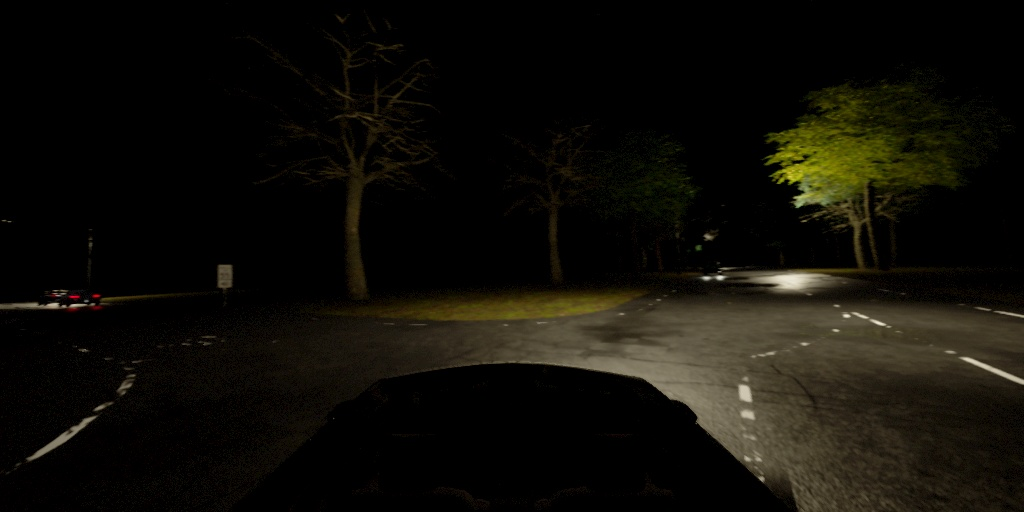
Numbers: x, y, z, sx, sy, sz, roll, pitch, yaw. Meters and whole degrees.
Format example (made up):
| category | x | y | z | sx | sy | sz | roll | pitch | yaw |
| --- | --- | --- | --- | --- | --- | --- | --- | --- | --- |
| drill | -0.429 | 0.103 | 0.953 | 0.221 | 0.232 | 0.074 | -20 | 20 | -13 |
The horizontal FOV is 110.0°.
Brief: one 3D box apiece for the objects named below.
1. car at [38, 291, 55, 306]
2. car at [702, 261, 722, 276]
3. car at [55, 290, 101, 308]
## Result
| category | x | y | z | sx | sy | sz | roll | pitch | yaw |
| --- | --- | --- | --- | --- | --- | --- | --- | --- | --- |
| car | -46.174 | 4.245 | 36.305 | 4.902 | 1.511 | 2.128 | -4 | -4 | 31 |
| car | 27.611 | 1.710 | 49.456 | 2.150 | 2.045 | 5.566 | -5 | -3 | 30 |
| car | -37.798 | 3.691 | 31.357 | 4.674 | 1.442 | 1.812 | -4 | -4 | 31 |
